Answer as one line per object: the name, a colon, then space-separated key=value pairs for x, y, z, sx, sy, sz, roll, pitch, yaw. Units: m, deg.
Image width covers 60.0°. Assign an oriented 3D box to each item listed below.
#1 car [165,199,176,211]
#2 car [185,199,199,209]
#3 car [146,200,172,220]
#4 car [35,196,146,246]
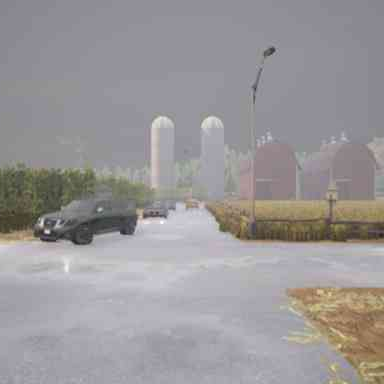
car: x=-3.141 y=1.741 z=44.573 sx=2.128 sy=1.511 sz=4.902 roll=0 pitch=0 yaw=0
car: x=0.045 y=1.751 z=49.970 sx=1.882 sy=1.535 sz=5.008 roll=0 pitch=0 yaw=0
car: x=-3.170 y=1.702 z=29.990 sx=1.994 sy=1.385 sz=4.181 roll=0 pitch=0 yaw=0
car: x=-4.782 y=1.260 z=16.123 sx=2.150 sy=2.045 sz=5.566 roll=1 pitch=1 yaw=24
